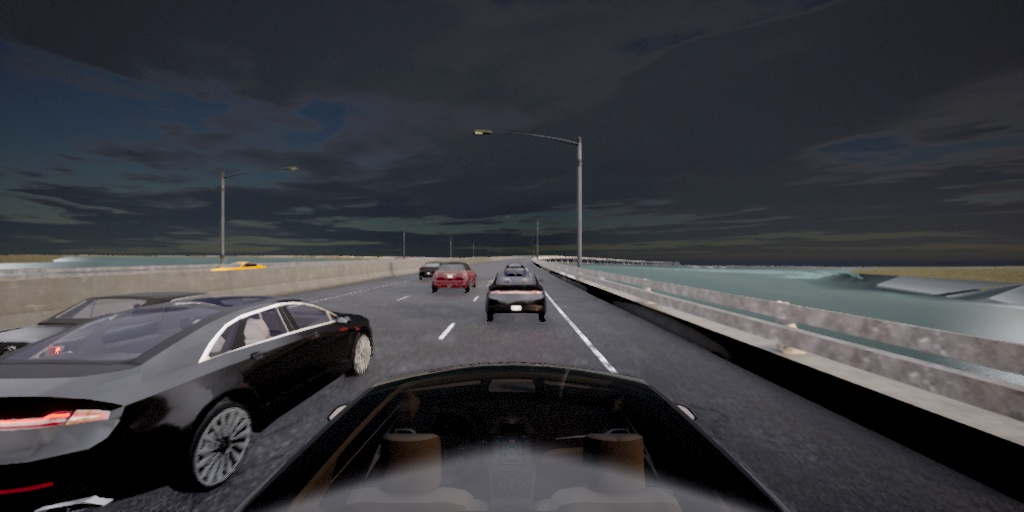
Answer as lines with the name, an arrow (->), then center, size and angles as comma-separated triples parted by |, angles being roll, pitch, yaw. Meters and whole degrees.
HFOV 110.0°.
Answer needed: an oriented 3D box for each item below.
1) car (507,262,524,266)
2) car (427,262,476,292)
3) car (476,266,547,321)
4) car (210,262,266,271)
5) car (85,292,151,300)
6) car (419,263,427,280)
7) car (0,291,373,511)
car -> 0.281, 1.277, 32.181 | 2.128, 1.511, 4.902 | 0, 0, 1
car -> -3.320, 1.128, 21.420 | 2.097, 1.767, 4.553 | 0, 0, 0
car -> 0.129, 1.257, 12.531 | 2.128, 1.511, 4.902 | 0, 0, 0
car -> -24.341, 1.263, 32.061 | 1.882, 1.535, 5.008 | 0, 0, 1
car -> -6.889, 1.358, 7.233 | 1.895, 1.301, 4.718 | 0, 0, 0
car -> -6.728, 1.263, 31.497 | 1.882, 1.535, 5.008 | 0, 0, 1
car -> -3.393, 1.246, 4.512 | 2.128, 1.511, 4.902 | 0, 0, 0
